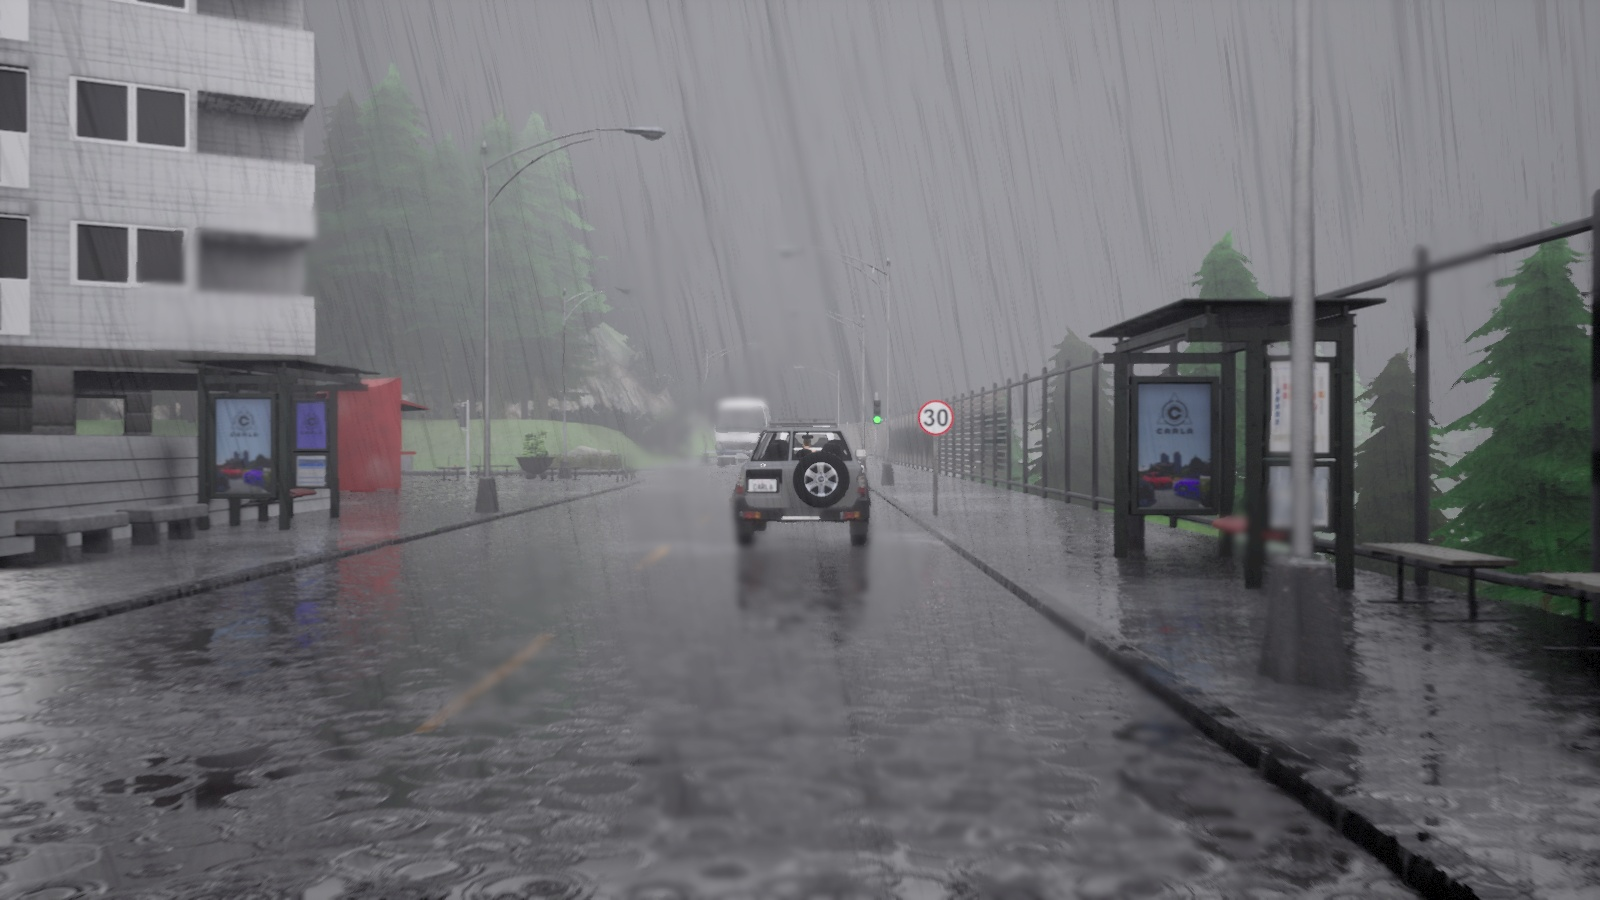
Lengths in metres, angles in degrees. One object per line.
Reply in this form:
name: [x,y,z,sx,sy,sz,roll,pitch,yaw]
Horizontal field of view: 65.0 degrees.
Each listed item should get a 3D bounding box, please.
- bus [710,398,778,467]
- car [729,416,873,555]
bus: [-3.549,-1.097,82.310,3.944,4.253,10.273,0,0,0]
car: [0.103,0.456,19.056,1.932,1.855,4.605,0,0,2]
